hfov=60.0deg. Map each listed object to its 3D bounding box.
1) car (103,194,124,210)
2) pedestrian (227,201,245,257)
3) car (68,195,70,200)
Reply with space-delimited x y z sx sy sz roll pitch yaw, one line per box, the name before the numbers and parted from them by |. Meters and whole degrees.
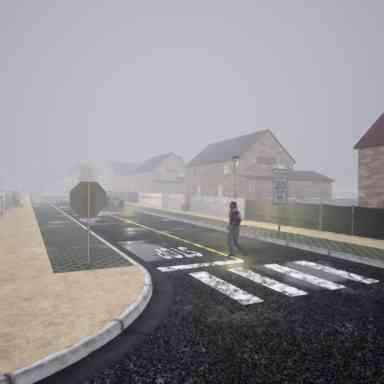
car | -8.076 0.981 32.820 2.128 1.511 4.902 0 1 -27
pedestrian | 1.338 1.161 10.704 0.375 1.860 0.375 2 -1 -27
car | -19.268 0.733 55.198 1.994 1.385 4.181 0 0 -27
